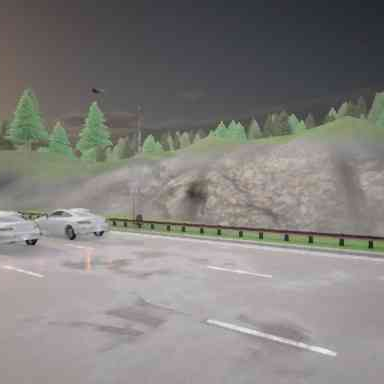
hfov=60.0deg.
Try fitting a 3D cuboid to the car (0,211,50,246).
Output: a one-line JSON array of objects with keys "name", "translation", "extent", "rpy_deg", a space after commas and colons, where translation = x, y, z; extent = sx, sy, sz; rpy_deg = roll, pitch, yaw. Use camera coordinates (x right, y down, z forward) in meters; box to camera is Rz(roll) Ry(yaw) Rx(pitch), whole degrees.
[{"name": "car", "translation": [-8.269, 1.532, 14.066], "extent": [4.674, 1.442, 1.812], "rpy_deg": [0, 0, 36]}]

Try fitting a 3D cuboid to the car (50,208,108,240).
[{"name": "car", "translation": [-6.236, 1.532, 16.916], "extent": [4.674, 1.442, 1.812], "rpy_deg": [0, 0, 36]}]
